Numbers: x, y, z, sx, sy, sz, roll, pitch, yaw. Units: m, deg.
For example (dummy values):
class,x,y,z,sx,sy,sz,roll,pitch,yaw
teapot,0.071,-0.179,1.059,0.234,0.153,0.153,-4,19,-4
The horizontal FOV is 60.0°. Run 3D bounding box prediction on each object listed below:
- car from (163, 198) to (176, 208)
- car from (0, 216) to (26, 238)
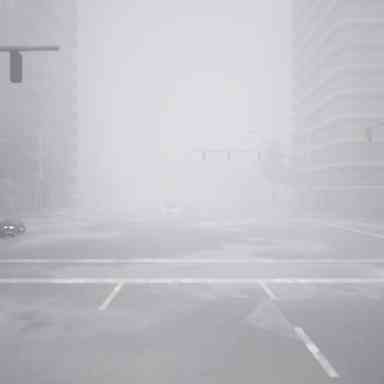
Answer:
class,x,y,z,sx,sy,sz,roll,pitch,yaw
car,-3.517,1.695,52.588,1.837,1.490,4.892,0,-1,0
car,-10.713,1.575,16.238,4.892,1.490,1.837,0,0,0
